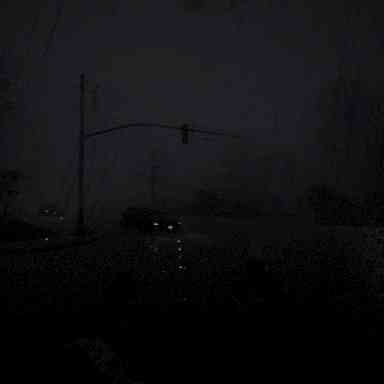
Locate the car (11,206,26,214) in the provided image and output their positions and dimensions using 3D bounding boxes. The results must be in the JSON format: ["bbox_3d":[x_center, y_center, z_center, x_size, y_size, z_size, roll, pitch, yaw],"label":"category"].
[{"bbox_3d":[-30.784,3.218,58.902,2.128,1.511,4.902,1,-3,-35],"label":"car"}]

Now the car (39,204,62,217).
[{"bbox_3d":[-16.637,2.215,38.967,1.837,1.490,4.892,1,-3,-35],"label":"car"}]

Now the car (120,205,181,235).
[{"bbox_3d":[-2.486,1.556,19.020,1.837,1.490,4.892,1,0,-35],"label":"car"}]
